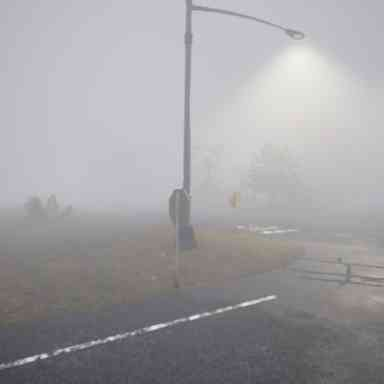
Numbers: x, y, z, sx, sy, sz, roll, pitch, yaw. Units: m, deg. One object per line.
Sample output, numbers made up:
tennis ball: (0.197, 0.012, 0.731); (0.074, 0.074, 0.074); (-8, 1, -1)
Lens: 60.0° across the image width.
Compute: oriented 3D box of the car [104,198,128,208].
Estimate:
car: (-11.636, 1.672, 51.977); (1.994, 1.385, 4.181); (1, 0, -33)

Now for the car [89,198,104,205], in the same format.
car: (-17.208, 1.694, 60.288); (1.895, 1.301, 4.718); (1, 0, -34)
